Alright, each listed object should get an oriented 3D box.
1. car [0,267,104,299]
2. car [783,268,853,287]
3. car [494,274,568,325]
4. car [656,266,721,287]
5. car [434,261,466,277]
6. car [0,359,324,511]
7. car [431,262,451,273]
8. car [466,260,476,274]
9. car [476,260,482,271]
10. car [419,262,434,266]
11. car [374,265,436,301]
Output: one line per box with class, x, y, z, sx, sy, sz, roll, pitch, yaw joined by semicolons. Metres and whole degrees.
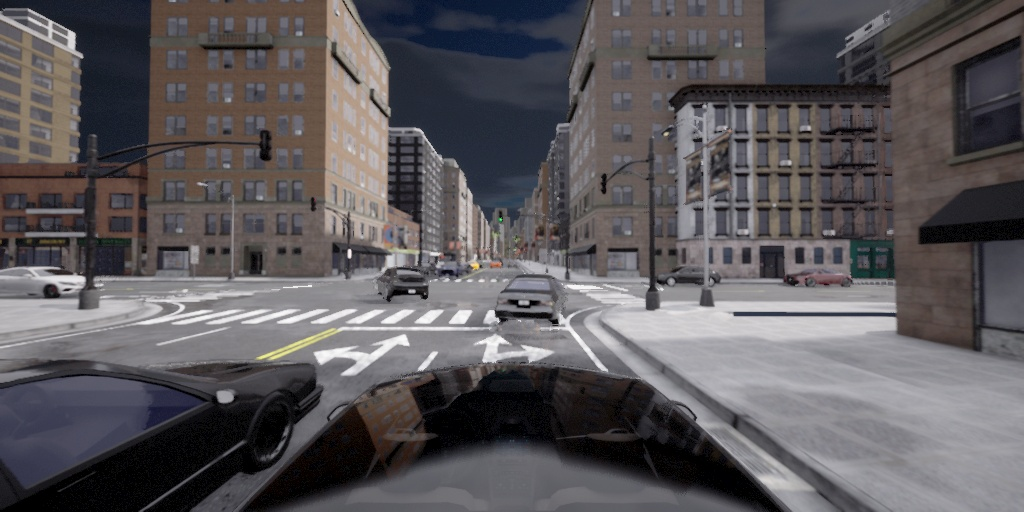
car;-22.600;1.237;17.198;4.674;1.442;1.812;0;-1;-1
car;23.125;1.614;27.214;4.181;1.385;1.994;0;-1;1
car;0.824;1.329;12.183;2.033;1.411;5.357;1;0;12
car;13.162;1.525;27.218;4.892;1.490;1.837;0;-1;0
car;-6.538;1.324;38.538;2.097;1.767;4.553;0;0;0
car;-3.158;1.298;1.771;2.033;1.411;5.357;0;0;0
car;-9.724;1.561;49.624;1.812;1.442;4.674;0;0;1
car;-6.492;1.516;47.677;2.128;1.511;4.902;0;0;1
car;-6.423;1.559;57.652;1.882;1.535;5.008;0;0;0
car;-9.749;1.487;40.232;1.837;1.490;4.892;0;0;3
car;-5.553;1.302;17.837;1.837;1.490;4.892;3;-2;-29
